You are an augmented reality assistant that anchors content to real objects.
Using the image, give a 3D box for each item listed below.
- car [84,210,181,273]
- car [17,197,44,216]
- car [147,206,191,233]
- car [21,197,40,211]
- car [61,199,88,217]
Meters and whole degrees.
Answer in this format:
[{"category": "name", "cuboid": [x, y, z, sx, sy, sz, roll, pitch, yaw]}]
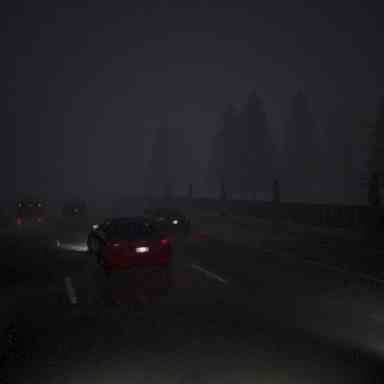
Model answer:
[{"category": "car", "cuboid": [-2.146, 1.502, 10.713, 1.994, 1.385, 4.181, 0, 0, -24]}, {"category": "car", "cuboid": [-14.970, 1.196, 30.877, 2.097, 1.767, 4.553, 0, 0, -24]}, {"category": "car", "cuboid": [-1.643, 1.454, 18.195, 1.994, 1.385, 4.181, 0, 0, -24]}, {"category": "car", "cuboid": [-19.208, 1.326, 39.468, 1.812, 1.442, 4.674, 0, 0, -28]}, {"category": "car", "cuboid": [-10.369, 1.321, 29.196, 1.882, 1.535, 5.008, 0, 0, -24]}]
